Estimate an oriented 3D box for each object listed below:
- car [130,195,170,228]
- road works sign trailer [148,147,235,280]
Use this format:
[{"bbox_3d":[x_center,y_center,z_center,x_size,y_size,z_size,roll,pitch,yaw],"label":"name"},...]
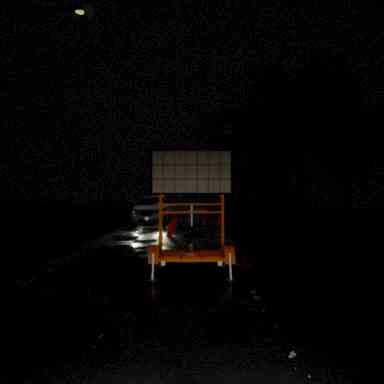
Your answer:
[{"bbox_3d":[-2.726,1.248,22.819,2.150,2.045,5.566,0,0,0],"label":"car"},{"bbox_3d":[-0.009,0.471,9.892,2.380,3.560,2.880,0,0,0],"label":"road works sign trailer"}]
